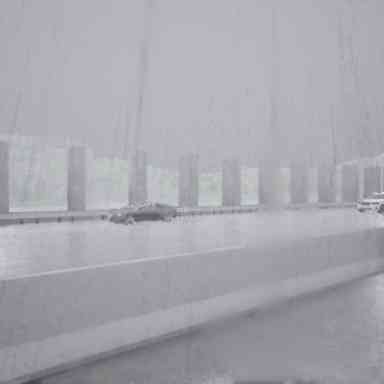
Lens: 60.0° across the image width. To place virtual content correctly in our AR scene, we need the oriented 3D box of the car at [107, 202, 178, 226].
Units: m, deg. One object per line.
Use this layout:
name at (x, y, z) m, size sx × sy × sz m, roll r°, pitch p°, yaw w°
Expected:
car at (-3.299, 1.441, 22.822) m, size 4.902 × 1.511 × 2.128 m, roll 0°, pitch 0°, yaw -33°

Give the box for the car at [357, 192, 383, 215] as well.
car at (18.523, 1.058, 32.439) m, size 5.566 × 2.045 × 2.150 m, roll 0°, pitch 0°, yaw -31°
